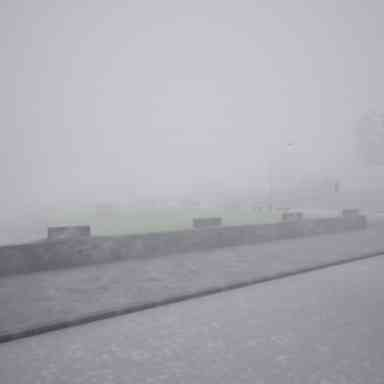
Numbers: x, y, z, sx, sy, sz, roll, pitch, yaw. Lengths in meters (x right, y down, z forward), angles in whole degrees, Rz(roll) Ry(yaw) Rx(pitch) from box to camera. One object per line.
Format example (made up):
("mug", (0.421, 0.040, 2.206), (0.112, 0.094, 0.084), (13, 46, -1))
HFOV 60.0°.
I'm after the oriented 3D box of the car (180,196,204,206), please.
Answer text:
("car", (-0.065, 1.400, 52.991), (1.882, 1.535, 5.008), (0, 0, -35))
